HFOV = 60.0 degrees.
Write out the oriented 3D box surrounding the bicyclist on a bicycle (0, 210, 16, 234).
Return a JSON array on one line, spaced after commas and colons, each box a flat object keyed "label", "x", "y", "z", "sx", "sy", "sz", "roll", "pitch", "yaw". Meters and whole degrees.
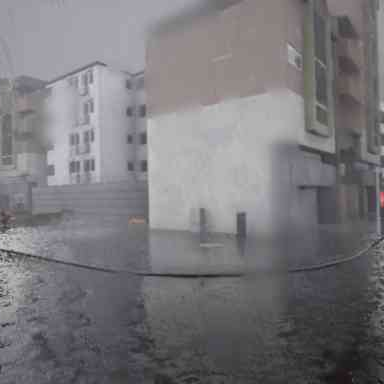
[{"label": "bicyclist on a bicycle", "x": -11.133, "y": 1.689, "z": 19.386, "sx": 0.582, "sy": 1.620, "sz": 1.656, "roll": -2, "pitch": 0, "yaw": 38}]
